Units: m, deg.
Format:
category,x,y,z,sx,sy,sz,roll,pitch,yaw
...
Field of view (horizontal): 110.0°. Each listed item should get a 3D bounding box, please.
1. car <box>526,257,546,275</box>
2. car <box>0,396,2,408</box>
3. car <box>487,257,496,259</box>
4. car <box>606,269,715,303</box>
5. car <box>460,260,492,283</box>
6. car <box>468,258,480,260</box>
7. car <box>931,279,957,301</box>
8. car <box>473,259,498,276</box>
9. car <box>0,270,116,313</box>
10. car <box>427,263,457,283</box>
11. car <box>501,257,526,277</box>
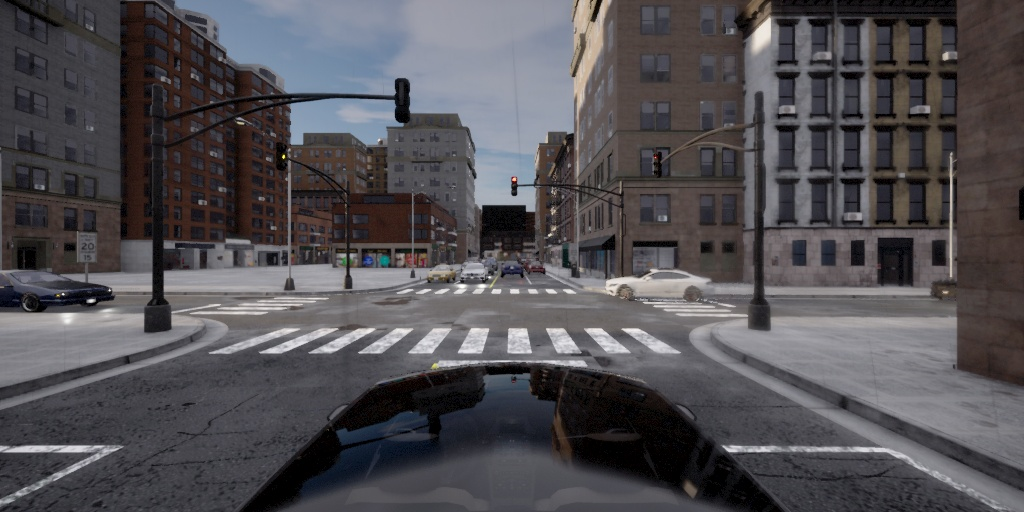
category,x,y,z,sx,sy,sz,roll,pitch,yaw
car,2.616,1.191,39.443,1.967,1.591,4.097,0,0,0
car,-5.388,1.300,1.270,2.007,1.370,4.403,0,0,0
car,-2.862,1.244,48.075,2.128,1.511,4.902,0,0,0
car,6.771,1.312,16.633,4.674,1.442,1.812,1,0,12
car,-2.862,1.276,28.086,1.812,1.442,4.674,0,0,0
car,-5.413,1.303,45.101,2.007,1.370,4.403,0,0,0
car,21.759,1.346,15.921,5.008,1.535,1.882,0,0,0
car,-2.858,1.315,37.879,1.994,1.385,4.181,0,0,1
car,-17.810,1.215,12.912,5.357,1.411,2.033,0,0,0
car,-5.403,1.276,27.945,1.751,1.417,4.829,0,0,0
car,0.042,1.103,35.481,2.097,1.767,4.553,0,0,0
